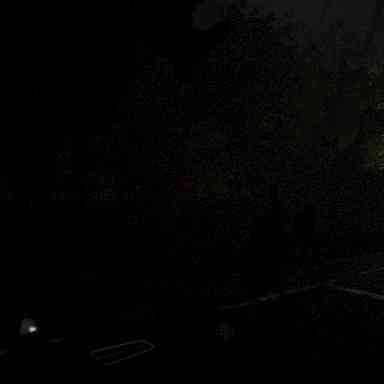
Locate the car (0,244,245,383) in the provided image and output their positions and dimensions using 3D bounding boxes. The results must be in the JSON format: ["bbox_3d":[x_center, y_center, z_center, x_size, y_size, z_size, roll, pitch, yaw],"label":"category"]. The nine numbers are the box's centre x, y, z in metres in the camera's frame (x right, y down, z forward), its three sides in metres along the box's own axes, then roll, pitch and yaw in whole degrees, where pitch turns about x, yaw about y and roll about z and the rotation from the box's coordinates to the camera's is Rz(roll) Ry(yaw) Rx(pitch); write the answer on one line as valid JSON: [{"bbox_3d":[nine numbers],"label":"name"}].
[{"bbox_3d":[-2.172,1.216,2.196,5.566,2.045,2.150,1,0,-35],"label":"car"}]
